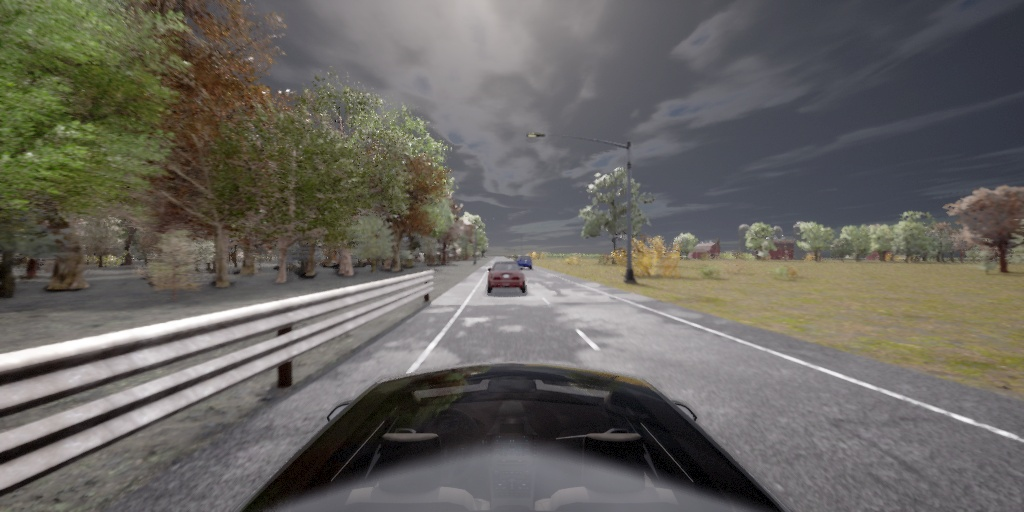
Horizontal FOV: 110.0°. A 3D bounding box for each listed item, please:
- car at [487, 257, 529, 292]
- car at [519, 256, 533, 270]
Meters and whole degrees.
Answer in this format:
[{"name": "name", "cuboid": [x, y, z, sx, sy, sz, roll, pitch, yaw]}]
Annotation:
[{"name": "car", "cuboid": [-0.363, 1.104, 21.232, 2.097, 1.767, 4.553, 0, 0, -2]}, {"name": "car", "cuboid": [1.821, 0.950, 53.365, 2.150, 2.045, 5.566, 0, 0, -2]}]
